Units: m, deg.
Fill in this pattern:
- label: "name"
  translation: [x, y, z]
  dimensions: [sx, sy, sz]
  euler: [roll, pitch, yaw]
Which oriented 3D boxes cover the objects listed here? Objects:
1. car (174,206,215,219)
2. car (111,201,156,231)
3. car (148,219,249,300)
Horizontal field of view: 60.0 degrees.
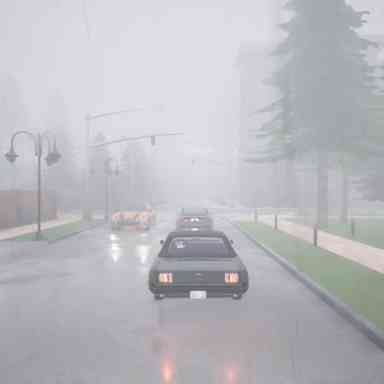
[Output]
- label: "car"
  translation: [0.130, 1.507, 17.601]
  dimensions: [1.837, 1.490, 4.892]
  euler: [0, 0, 0]
- label: "car"
  translation: [-3.466, 1.395, 20.315]
  dimensions: [2.097, 1.767, 4.553]
  euler: [0, 0, 0]
- label: "car"
  translation: [0.118, 1.602, 8.340]
  dimensions: [1.895, 1.301, 4.718]
  euler: [0, 0, 0]
